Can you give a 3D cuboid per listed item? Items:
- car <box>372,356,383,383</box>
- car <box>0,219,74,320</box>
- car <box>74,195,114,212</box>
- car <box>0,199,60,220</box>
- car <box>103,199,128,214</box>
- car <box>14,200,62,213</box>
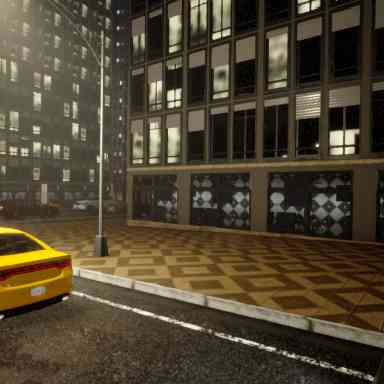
[{"bbox_3d":[3.556,1.548,1.162,5.357,1.411,2.033,0,0,35],"label":"car"},{"bbox_3d":[-4.551,1.474,6.898,5.008,1.535,1.882,0,0,35],"label":"car"},{"bbox_3d":[-12.223,1.433,42.347,2.150,2.045,5.566,1,0,36],"label":"car"},{"bbox_3d":[-14.399,1.519,29.608,2.192,1.841,5.009,1,0,36],"label":"car"},{"bbox_3d":[-7.628,1.830,38.839,1.752,1.417,4.829,1,0,36],"label":"car"},{"bbox_3d":[-17.924,1.643,38.972,1.752,1.417,4.829,1,0,36],"label":"car"}]
